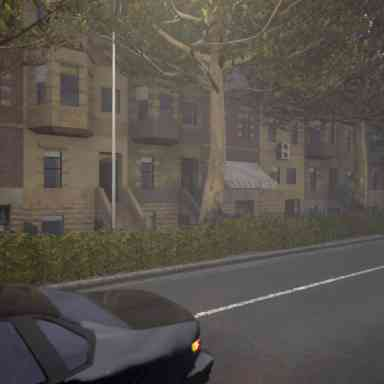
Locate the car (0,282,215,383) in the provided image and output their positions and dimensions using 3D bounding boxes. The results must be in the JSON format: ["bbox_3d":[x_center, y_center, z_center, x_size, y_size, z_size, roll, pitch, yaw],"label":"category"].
[{"bbox_3d":[-2.312,1.547,2.453,5.357,1.411,2.033,0,0,-37],"label":"car"}]
